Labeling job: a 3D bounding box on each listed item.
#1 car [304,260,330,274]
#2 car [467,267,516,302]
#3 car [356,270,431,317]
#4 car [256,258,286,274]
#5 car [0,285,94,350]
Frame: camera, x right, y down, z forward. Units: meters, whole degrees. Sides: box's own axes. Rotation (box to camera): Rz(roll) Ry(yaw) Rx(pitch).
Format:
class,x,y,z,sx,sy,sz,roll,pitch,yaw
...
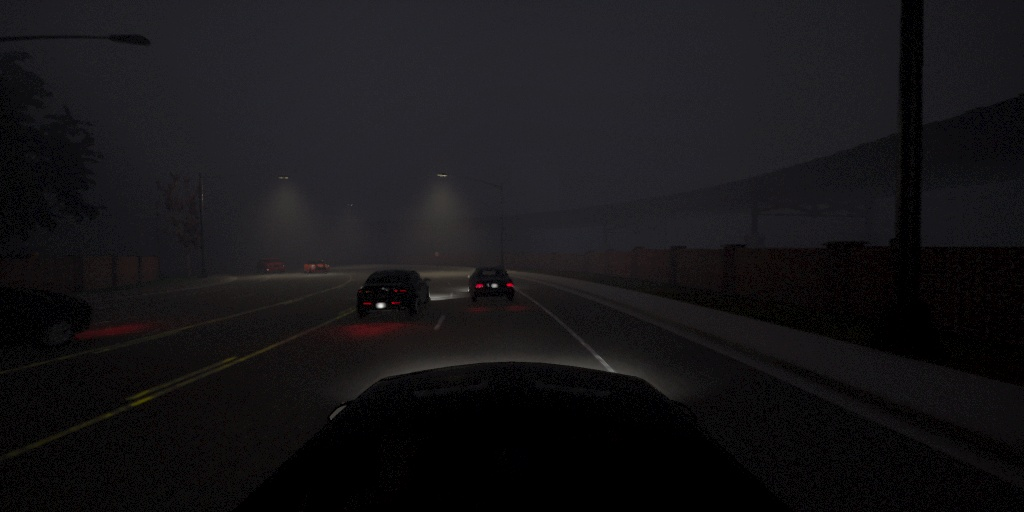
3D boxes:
class,x,y,z,sx,sy,sz,roll,pitch,yaw
car,-23.642,1.229,43.404,2.097,1.767,4.553,-2,1,-40
car,-1.036,1.215,16.673,2.033,1.411,5.357,-1,0,-8
car,-4.193,1.230,13.162,1.837,1.490,4.892,0,0,-6
car,-31.186,1.259,46.302,5.566,2.045,2.150,-1,1,42
car,-10.854,1.335,6.478,1.837,1.490,4.892,0,0,-3
